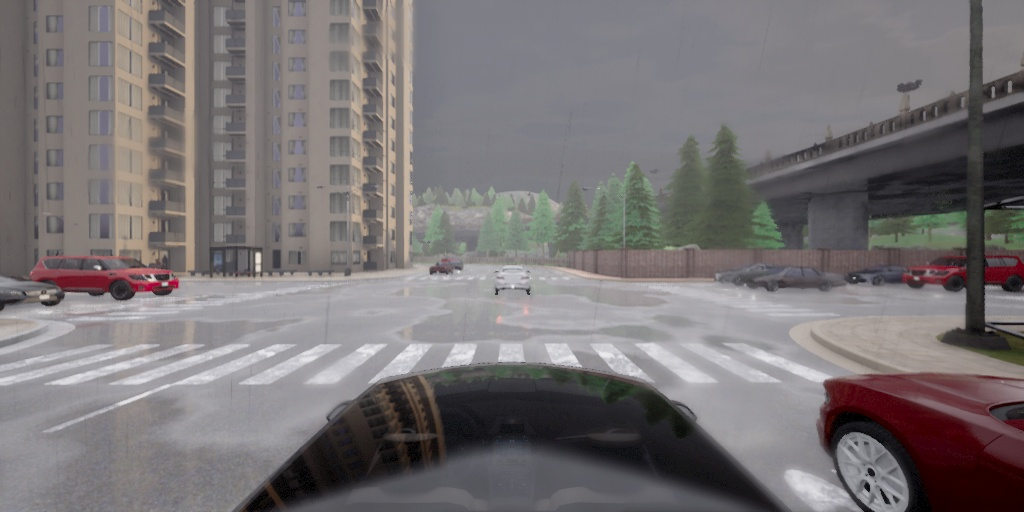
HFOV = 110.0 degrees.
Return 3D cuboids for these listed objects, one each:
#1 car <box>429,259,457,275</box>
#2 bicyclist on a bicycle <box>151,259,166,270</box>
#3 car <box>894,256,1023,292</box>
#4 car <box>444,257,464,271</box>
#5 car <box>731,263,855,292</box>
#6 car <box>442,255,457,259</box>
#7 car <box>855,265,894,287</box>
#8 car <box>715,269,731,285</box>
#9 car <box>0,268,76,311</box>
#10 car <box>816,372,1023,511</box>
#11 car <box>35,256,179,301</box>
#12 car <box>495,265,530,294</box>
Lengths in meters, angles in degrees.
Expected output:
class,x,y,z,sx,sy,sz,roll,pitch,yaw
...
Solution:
class,x,y,z,sx,sy,sz,roll,pitch,yaw
car,-7.250,1.283,37.222,1.895,1.301,4.718,0,0,0
bicyclist on a bicycle,-28.664,1.054,29.123,0.582,1.620,1.656,0,0,0
car,26.452,0.990,20.984,5.566,2.045,2.150,0,0,0
car,-7.475,1.209,47.844,2.033,1.411,5.357,0,0,-3
car,16.281,1.316,20.959,5.357,1.411,2.033,0,0,0
car,-9.931,0.863,58.205,2.150,2.045,5.566,0,0,-25
car,25.360,1.326,24.477,4.181,1.385,1.994,0,0,0
car,16.485,1.253,24.460,4.902,1.511,2.128,0,0,0
car,-20.160,1.308,13.671,4.674,1.442,1.812,0,0,0
car,3.629,1.229,1.108,1.882,1.535,5.008,0,0,0
car,-19.382,0.998,17.164,5.566,2.045,2.150,0,0,0
car,0.028,1.247,20.043,1.812,1.442,4.674,0,0,0
